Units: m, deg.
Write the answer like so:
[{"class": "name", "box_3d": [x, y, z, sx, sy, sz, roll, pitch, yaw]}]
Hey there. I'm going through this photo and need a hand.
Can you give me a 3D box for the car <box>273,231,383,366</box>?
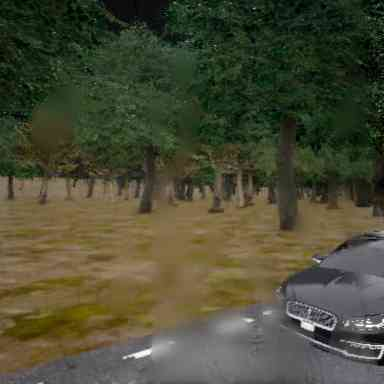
[{"class": "car", "box_3d": [3.480, 1.496, 5.748, 4.892, 1.490, 1.837, 0, 0, -36]}]
